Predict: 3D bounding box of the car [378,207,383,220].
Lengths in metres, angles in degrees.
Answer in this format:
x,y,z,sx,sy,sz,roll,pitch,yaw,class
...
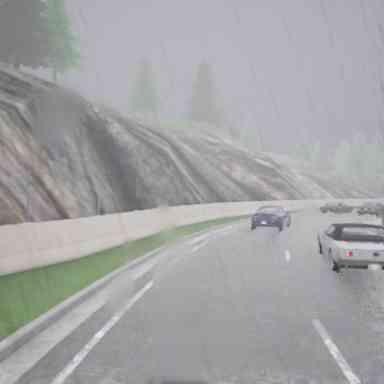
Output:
x,y,z,sx,sy,sz,roll,pitch,yaw,class
11.488,1.696,17.929,1.895,1.301,4.718,0,0,25,car

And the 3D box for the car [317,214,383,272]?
x,y,z,sx,sy,sz,roll,pitch,yaw,class
5.234,1.644,10.708,1.895,1.301,4.718,0,0,14,car

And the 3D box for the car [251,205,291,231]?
x,y,z,sx,sy,sz,roll,pitch,yaw,class
5.008,1.567,20.849,1.812,1.442,4.674,0,0,25,car

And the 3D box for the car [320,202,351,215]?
x,y,z,sx,sy,sz,roll,pitch,yaw,class
15.670,1.730,35.795,4.718,1.301,1.895,0,0,-44,car

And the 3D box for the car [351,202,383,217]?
x,y,z,sx,sy,sz,roll,pitch,yaw,class
18.221,1.698,33.265,2.033,1.411,5.357,0,0,45,car
